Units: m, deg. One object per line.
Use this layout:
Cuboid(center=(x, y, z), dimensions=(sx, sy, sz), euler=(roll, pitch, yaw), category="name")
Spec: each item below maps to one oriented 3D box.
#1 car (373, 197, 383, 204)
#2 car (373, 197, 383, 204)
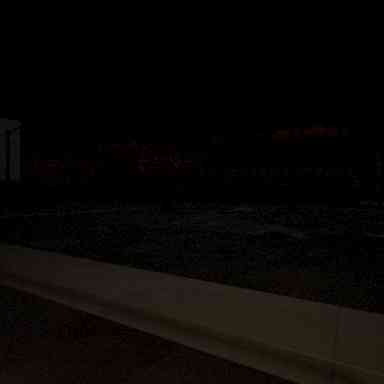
Cuboid(center=(37.548, 1.576, 65.367), dimensions=(1.853, 1.218, 4.536), euler=(1, 1, 6), category="car")
Cuboid(center=(37.541, 1.734, 65.317), dimensions=(2.038, 1.542, 4.974), euler=(1, 1, 6), category="car")
